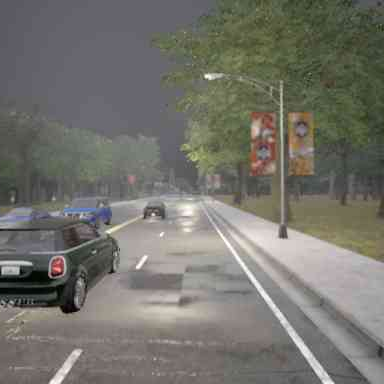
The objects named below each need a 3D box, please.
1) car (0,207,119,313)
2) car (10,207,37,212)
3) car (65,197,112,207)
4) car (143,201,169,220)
[{"bbox_3d":[-3.165,1.402,7.929,2.097,1.767,4.553,0,0,0],"label":"car"},{"bbox_3d":[-9.879,1.636,19.654,1.812,1.442,4.674,0,0,0],"label":"car"},{"bbox_3d":[-6.631,1.326,21.305,2.150,2.045,5.566,0,0,0],"label":"car"},{"bbox_3d":[-3.177,1.611,29.709,1.837,1.490,4.892,0,0,0],"label":"car"}]
